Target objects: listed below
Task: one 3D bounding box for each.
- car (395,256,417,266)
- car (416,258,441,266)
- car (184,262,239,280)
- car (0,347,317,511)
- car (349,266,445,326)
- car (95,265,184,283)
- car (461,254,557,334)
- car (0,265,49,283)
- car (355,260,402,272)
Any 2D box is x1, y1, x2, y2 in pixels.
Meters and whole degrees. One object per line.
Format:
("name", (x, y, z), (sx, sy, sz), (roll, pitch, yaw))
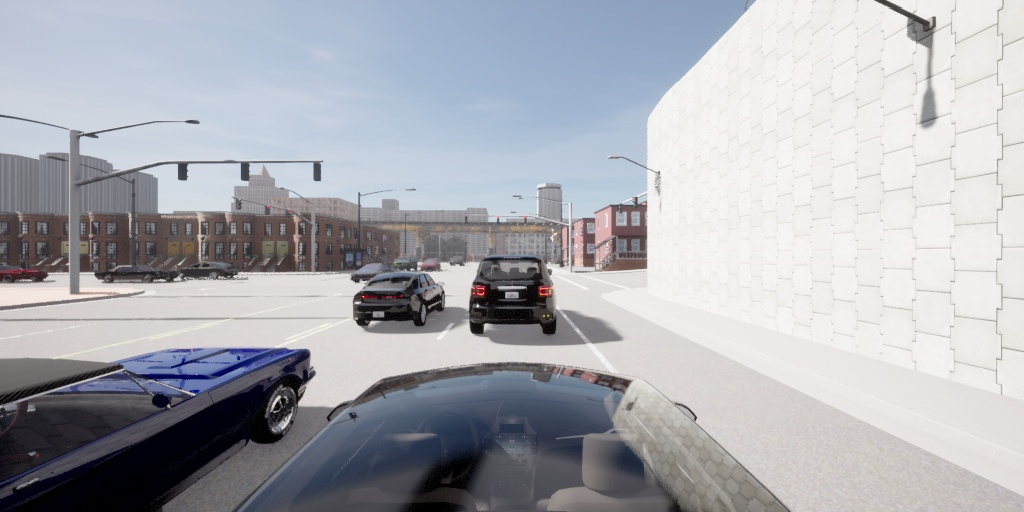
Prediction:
("car", (-14.104, 0.972, 47.555), (2.150, 2.045, 5.566), (0, 0, 0))
("car", (-10.610, 1.228, 46.871), (1.882, 1.535, 5.008), (0, 1, 0))
("car", (-26.162, 1.255, 30.638), (4.892, 1.490, 1.837), (0, 1, 1))
("car", (-3.397, 1.351, 2.370), (1.895, 1.301, 4.718), (0, 0, 0))
("car", (-3.422, 1.255, 11.624), (1.837, 1.490, 4.892), (0, 0, 0))
("car", (-28.178, 1.351, 27.081), (4.718, 1.301, 1.895), (0, 0, 0))
("car", (0.062, 0.971, 10.734), (2.150, 2.045, 5.566), (0, 0, 1))
("car", (-38.295, 1.351, 27.045), (4.718, 1.301, 1.895), (0, 0, 0))
("car", (-10.607, 1.297, 27.858), (2.033, 1.411, 5.357), (0, 0, 0))
